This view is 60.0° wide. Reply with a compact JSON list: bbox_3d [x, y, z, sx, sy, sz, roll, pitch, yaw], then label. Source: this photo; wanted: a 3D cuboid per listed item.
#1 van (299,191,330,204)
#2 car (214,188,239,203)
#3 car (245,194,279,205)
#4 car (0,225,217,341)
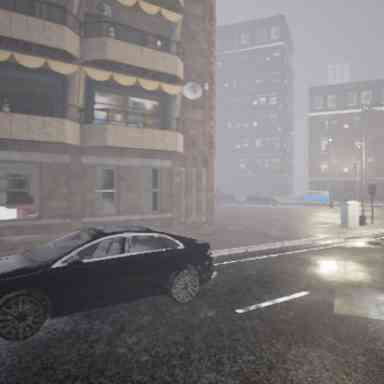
[{"bbox_3d":[17.264,0.712,46.541,3.998,1.788,1.690,2,0,24],"label":"van"},{"bbox_3d":[3.500,0.493,43.389,5.009,1.841,2.192,2,0,24],"label":"car"},{"bbox_3d":[8.657,0.901,41.144,4.206,1.307,1.802,2,0,24],"label":"car"},{"bbox_3d":[-1.777,1.432,6.429,4.902,1.511,2.128,0,0,-35],"label":"car"}]
